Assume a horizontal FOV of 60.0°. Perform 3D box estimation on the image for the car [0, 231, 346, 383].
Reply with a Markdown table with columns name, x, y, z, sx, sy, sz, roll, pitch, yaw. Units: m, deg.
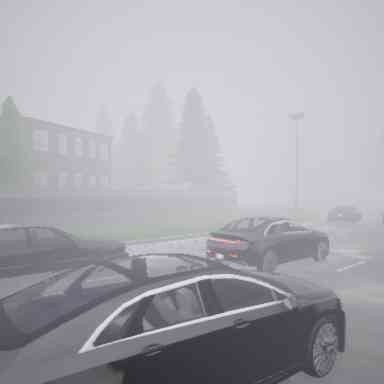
| name | x | y | z | sx | sy | sz | roll | pitch | yaw |
| --- | --- | --- | --- | --- | --- | --- | --- | --- | --- |
| car | -0.091 | 1.504 | 3.869 | 4.902 | 1.511 | 2.128 | 1 | 0 | -37 |

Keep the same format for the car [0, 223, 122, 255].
| name | x | y | z | sx | sy | sz | roll | pitch | yaw |
| --- | --- | --- | --- | --- | --- | --- | --- | --- | --- |
| car | -4.490 | 1.561 | 9.063 | 5.357 | 1.411 | 2.033 | 1 | 0 | -39 |

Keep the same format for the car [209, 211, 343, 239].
| name | x | y | z | sx | sy | sz | roll | pitch | yaw |
| --- | --- | --- | --- | --- | --- | --- | --- | --- | --- |
| car | 2.575 | 1.546 | 10.647 | 4.902 | 1.511 | 2.128 | 0 | 0 | -41 |

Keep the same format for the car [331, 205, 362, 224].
| name | x | y | z | sx | sy | sz | roll | pitch | yaw |
| --- | --- | --- | --- | --- | --- | --- | --- | --- | --- |
| car | 12.244 | 1.728 | 26.595 | 1.994 | 1.385 | 4.181 | 0 | 0 | 34 |
